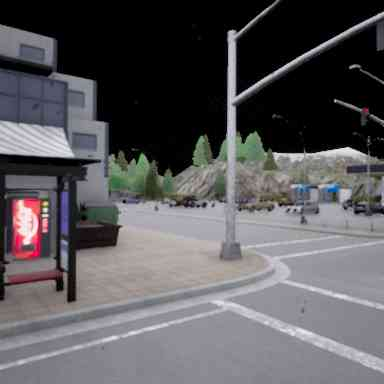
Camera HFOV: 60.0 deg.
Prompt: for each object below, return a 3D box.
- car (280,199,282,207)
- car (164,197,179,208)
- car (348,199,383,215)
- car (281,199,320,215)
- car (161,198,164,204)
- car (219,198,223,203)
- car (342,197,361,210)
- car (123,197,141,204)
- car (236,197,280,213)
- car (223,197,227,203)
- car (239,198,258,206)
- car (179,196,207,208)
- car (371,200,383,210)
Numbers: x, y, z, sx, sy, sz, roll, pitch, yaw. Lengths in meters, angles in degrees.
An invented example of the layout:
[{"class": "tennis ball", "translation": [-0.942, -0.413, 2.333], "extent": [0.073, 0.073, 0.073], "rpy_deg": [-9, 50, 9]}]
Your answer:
[{"class": "car", "translation": [17.207, 1.919, 58.953], "extent": [4.514, 1.523, 2.007], "rpy_deg": [1, 0, -36]}, {"class": "car", "translation": [-1.549, 1.553, 53.351], "extent": [4.605, 1.855, 1.932], "rpy_deg": [1, 0, -36]}, {"class": "car", "translation": [19.804, 1.824, 36.942], "extent": [4.514, 1.523, 2.007], "rpy_deg": [1, 0, -36]}, {"class": "car", "translation": [11.942, 1.695, 35.809], "extent": [3.806, 1.475, 1.970], "rpy_deg": [1, 0, -36]}, {"class": "car", "translation": [-4.506, 1.907, 70.433], "extent": [3.806, 1.475, 1.970], "rpy_deg": [1, 0, -36]}, {"class": "car", "translation": [8.874, 2.028, 83.713], "extent": [4.514, 1.523, 2.007], "rpy_deg": [1, 0, -36]}, {"class": "car", "translation": [23.892, 1.712, 48.419], "extent": [4.605, 1.855, 1.932], "rpy_deg": [1, 0, -36]}, {"class": "car", "translation": [-12.273, 1.831, 68.529], "extent": [3.633, 1.501, 1.845], "rpy_deg": [1, 0, -36]}, {"class": "car", "translation": [7.938, 1.613, 40.835], "extent": [5.027, 1.636, 2.152], "rpy_deg": [1, 0, -36]}, {"class": "car", "translation": [10.745, 2.020, 81.195], "extent": [5.027, 1.636, 2.152], "rpy_deg": [1, 0, -36]}, {"class": "car", "translation": [11.416, 1.941, 67.097], "extent": [3.633, 1.501, 1.845], "rpy_deg": [1, 0, -36]}, {"class": "car", "translation": [0.480, 1.537, 51.231], "extent": [3.866, 1.878, 1.905], "rpy_deg": [1, 0, -36]}, {"class": "car", "translation": [30.757, 2.051, 53.391], "extent": [3.806, 1.475, 1.970], "rpy_deg": [1, 0, -36]}]
